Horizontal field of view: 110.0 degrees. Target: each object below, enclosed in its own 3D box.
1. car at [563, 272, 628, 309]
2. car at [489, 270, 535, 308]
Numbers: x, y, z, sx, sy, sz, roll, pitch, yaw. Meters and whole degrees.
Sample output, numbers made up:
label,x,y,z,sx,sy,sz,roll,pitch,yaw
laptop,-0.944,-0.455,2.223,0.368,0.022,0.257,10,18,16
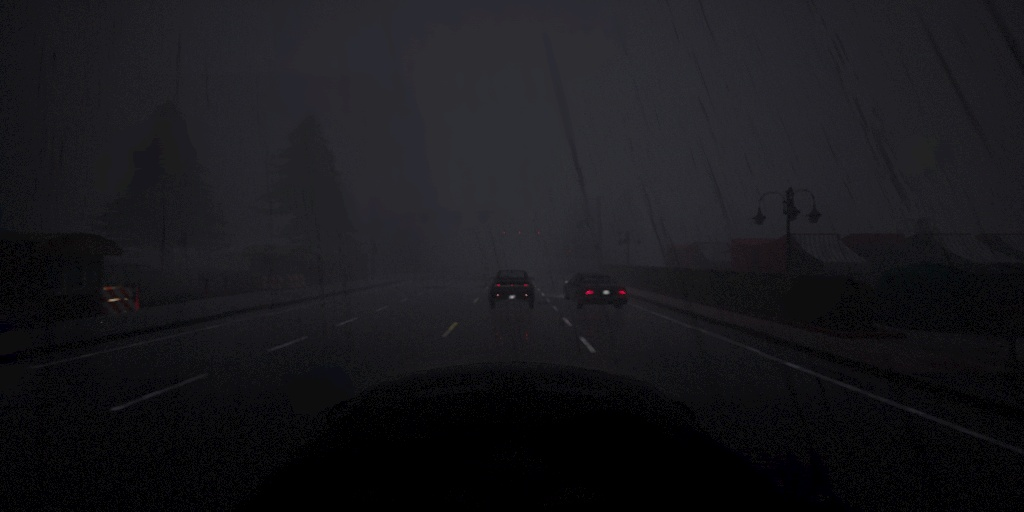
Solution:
label,x,y,z,sx,sy,sz,roll,pitch,yaw
car,3.504,1.430,15.840,2.033,1.411,5.357,0,-1,0
car,0.007,1.379,16.149,2.128,1.511,4.902,0,0,0
